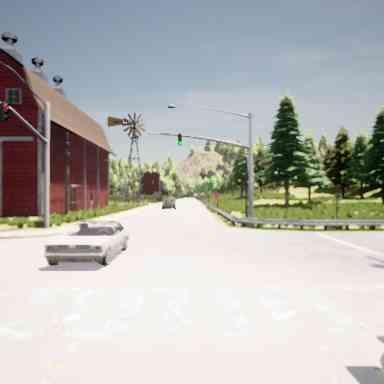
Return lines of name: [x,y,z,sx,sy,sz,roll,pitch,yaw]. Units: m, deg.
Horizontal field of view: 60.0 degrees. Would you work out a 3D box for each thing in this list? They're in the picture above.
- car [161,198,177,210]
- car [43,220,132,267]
car: [-3.505,1.756,51.225,2.097,1.767,4.553,0,-1,0]
car: [-3.503,1.714,11.970,1.895,1.301,4.718,0,0,0]
